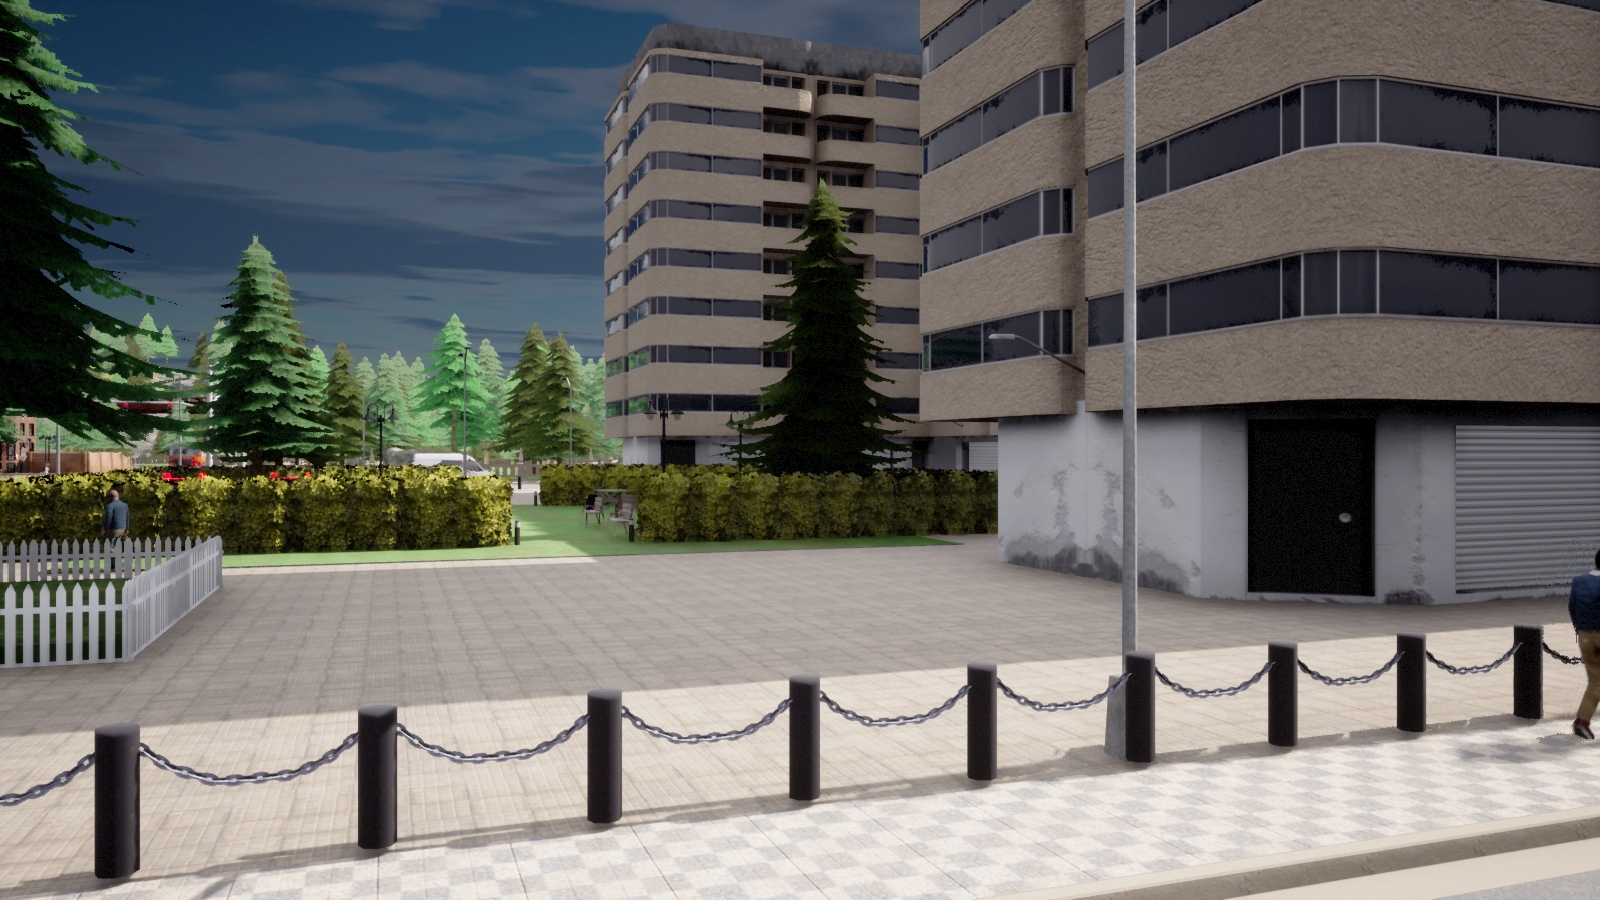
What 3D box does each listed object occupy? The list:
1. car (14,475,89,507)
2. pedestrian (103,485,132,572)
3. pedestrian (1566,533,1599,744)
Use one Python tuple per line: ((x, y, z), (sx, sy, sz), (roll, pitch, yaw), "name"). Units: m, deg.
((-38.243, 2.063, 58.523), (2.163, 1.488, 4.792), (0, 0, -20), "car")
((-14.751, 1.690, 24.699), (0.375, 1.860, 0.375), (0, 0, 15), "pedestrian")
((7.275, 1.699, 10.383), (0.375, 1.860, 0.375), (0, 0, -21), "pedestrian")
